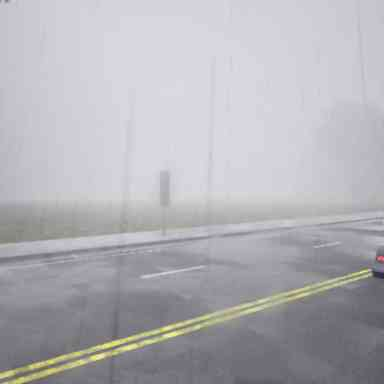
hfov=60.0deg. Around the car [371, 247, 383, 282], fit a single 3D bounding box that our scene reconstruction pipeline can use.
[{"bbox_3d":[6.417,1.464,8.012,5.357,1.411,2.033,-1,0,-35],"label":"car"}]
